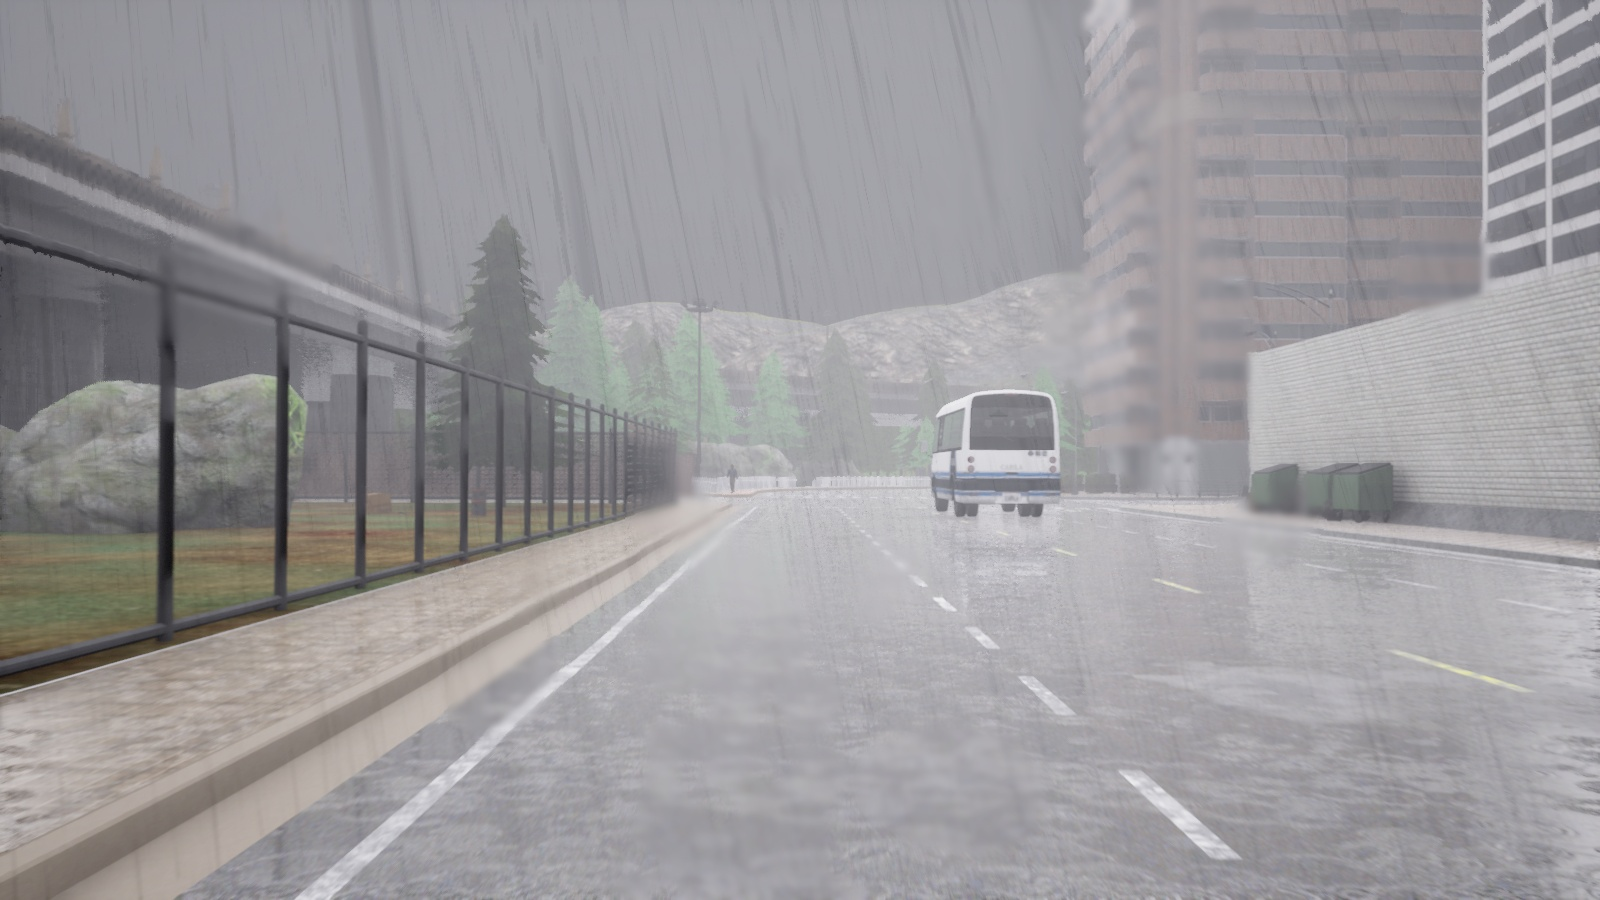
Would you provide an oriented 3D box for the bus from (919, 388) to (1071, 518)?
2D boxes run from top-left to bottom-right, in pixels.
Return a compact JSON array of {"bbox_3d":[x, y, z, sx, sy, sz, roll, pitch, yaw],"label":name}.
[{"bbox_3d":[6.881,0.186,46.323,3.944,4.253,10.273,0,-1,0],"label":"bus"}]
